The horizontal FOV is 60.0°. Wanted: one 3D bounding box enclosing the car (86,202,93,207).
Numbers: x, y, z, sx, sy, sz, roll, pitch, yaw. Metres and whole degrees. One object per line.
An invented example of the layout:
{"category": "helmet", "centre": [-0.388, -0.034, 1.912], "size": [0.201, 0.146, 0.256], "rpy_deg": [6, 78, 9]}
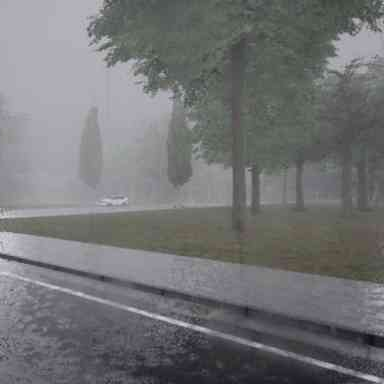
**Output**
{"category": "car", "centre": [-15.620, 1.963, 57.039], "size": [1.895, 1.301, 4.718], "rpy_deg": [0, -1, 35]}

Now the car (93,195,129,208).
{"category": "car", "centre": [-13.018, 1.574, 55.107], "size": [2.150, 2.045, 5.566], "rpy_deg": [0, -1, 35]}
